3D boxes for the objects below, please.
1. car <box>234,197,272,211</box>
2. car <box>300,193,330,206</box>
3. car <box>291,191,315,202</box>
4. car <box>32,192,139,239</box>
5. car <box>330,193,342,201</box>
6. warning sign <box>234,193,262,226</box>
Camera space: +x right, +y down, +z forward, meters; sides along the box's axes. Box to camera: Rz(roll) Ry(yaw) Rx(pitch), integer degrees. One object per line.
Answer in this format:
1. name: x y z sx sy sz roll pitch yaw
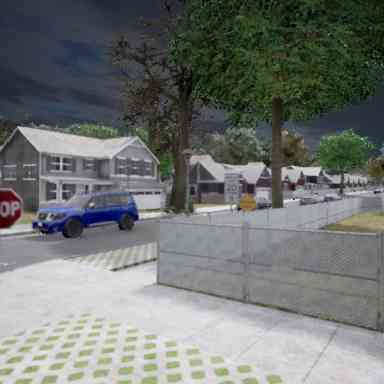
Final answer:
1. car: 6.179 1.174 33.136 2.033 1.411 5.357 1 2 35
2. car: 14.450 1.041 39.812 2.128 1.511 4.902 1 2 36
3. car: 15.300 0.583 45.819 1.994 1.385 4.181 1 2 35
4. car: -5.185 1.066 17.102 2.150 2.045 5.566 1 1 35
5. car: 20.430 0.920 48.311 1.812 1.442 4.674 1 2 35
6. warning sign: 3.327 0.994 19.845 1.300 1.860 1.060 1 0 35
